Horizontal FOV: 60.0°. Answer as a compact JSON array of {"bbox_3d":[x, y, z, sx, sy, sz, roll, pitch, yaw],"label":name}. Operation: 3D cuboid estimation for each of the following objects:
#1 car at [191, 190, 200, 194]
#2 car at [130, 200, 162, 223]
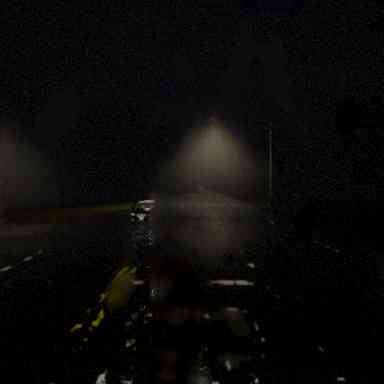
[{"bbox_3d":[0.843,-0.051,95.548,1.895,1.301,4.718,0,1,9],"label":"car"},{"bbox_3d":[-3.373,1.409,24.838,2.128,1.511,4.902,-2,2,1],"label":"car"}]
